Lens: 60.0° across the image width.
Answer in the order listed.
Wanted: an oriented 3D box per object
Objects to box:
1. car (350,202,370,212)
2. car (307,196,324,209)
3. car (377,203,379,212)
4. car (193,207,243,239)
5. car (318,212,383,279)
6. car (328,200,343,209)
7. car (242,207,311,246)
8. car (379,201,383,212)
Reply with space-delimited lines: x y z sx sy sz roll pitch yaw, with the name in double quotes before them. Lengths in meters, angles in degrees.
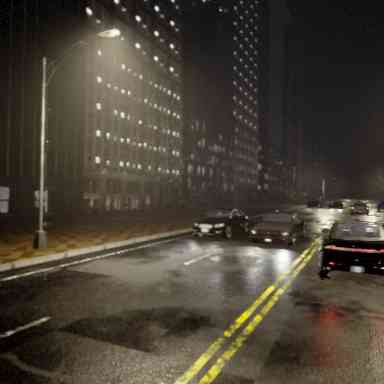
"car" 18.918 1.868 37.481 1.812 1.442 4.674 0 0 27
"car" 20.834 1.696 55.936 2.150 2.045 5.566 0 0 27
"car" 26.738 1.916 45.950 1.882 1.535 5.008 0 0 27
"car" 1.727 1.620 18.369 2.128 1.511 4.902 0 0 27
"car" 4.903 1.581 9.815 2.128 1.511 4.902 0 0 27
"car" 23.024 2.029 53.086 1.994 1.385 4.181 0 0 27
"car" 4.436 1.678 16.528 2.033 1.411 5.357 0 0 27
"car" 20.334 1.814 33.271 2.128 1.511 4.902 0 0 27
